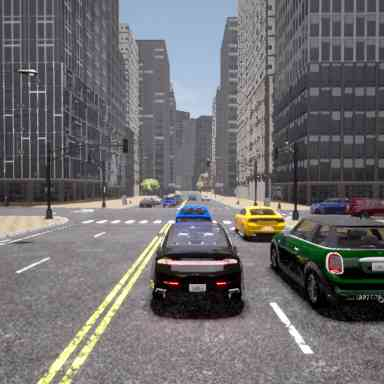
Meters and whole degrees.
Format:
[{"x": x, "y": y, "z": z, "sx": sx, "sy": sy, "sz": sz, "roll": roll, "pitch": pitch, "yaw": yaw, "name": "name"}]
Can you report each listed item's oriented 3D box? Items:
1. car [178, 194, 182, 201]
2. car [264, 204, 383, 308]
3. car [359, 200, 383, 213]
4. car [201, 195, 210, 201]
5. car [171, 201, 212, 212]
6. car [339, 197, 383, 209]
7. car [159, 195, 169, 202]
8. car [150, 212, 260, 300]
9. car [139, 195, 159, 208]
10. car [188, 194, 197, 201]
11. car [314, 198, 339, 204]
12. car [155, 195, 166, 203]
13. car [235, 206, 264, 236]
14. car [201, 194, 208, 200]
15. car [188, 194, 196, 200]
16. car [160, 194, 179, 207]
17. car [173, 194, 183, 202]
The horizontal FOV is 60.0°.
[{"x": -3.272, "y": 1.519, "z": 58.283, "sx": 1.994, "sy": 1.385, "sz": 4.181, "roll": 0, "pitch": 0, "yaw": 1, "name": "car"}, {"x": 3.357, "y": 1.348, "z": 8.050, "sx": 2.097, "sy": 1.767, "sz": 4.553, "roll": 0, "pitch": 0, "yaw": 0, "name": "car"}, {"x": 21.844, "y": 1.643, "z": 37.706, "sx": 4.829, "sy": 1.417, "sz": 1.752, "roll": 1, "pitch": 0, "yaw": 1, "name": "car"}, {"x": 3.325, "y": 1.513, "z": 80.672, "sx": 1.895, "sy": 1.301, "sz": 4.718, "roll": 0, "pitch": 0, "yaw": 0, "name": "car"}, {"x": 0.119, "y": 1.468, "z": 17.843, "sx": 1.882, "sy": 1.535, "sz": 5.008, "roll": 0, "pitch": 0, "yaw": 1, "name": "car"}, {"x": 16.228, "y": 1.519, "z": 29.425, "sx": 5.009, "sy": 1.841, "sz": 2.192, "roll": 1, "pitch": 0, "yaw": 1, "name": "car"}, {"x": -6.429, "y": 1.482, "z": 77.996, "sx": 1.994, "sy": 1.385, "sz": 4.181, "roll": 0, "pitch": 0, "yaw": 0, "name": "car"}, {"x": 0.105, "y": 1.488, "z": 8.338, "sx": 2.128, "sy": 1.511, "sz": 4.902, "roll": 0, "pitch": 0, "yaw": 0, "name": "car"}, {"x": -6.540, "y": 1.513, "z": 49.110, "sx": 2.033, "sy": 1.411, "sz": 5.357, "roll": 0, "pitch": 0, "yaw": 0, "name": "car"}, {"x": 0.075, "y": 1.273, "z": 80.615, "sx": 2.097, "sy": 1.767, "sz": 4.553, "roll": 0, "pitch": 0, "yaw": 0, "name": "car"}, {"x": 14.916, "y": 1.451, "z": 35.228, "sx": 4.553, "sy": 1.767, "sz": 2.097, "roll": 1, "pitch": 1, "yaw": 1, "name": "car"}, {"x": -6.446, "y": 1.448, "z": 68.018, "sx": 1.837, "sy": 1.490, "sz": 4.892, "roll": 0, "pitch": 0, "yaw": 0, "name": "car"}, {"x": 3.364, "y": 1.469, "z": 17.229, "sx": 1.882, "sy": 1.535, "sz": 5.008, "roll": 0, "pitch": 0, "yaw": 0, "name": "car"}, {"x": 3.334, "y": 1.337, "z": 90.674, "sx": 1.895, "sy": 1.301, "sz": 4.718, "roll": 0, "pitch": 0, "yaw": 0, "name": "car"}, {"x": 0.084, "y": 1.267, "z": 90.647, "sx": 2.128, "sy": 1.511, "sz": 4.902, "roll": 0, "pitch": 0, "yaw": 0, "name": "car"}, {"x": -3.294, "y": 1.491, "z": 49.538, "sx": 1.812, "sy": 1.442, "sz": 4.674, "roll": 0, "pitch": 0, "yaw": 0, "name": "car"}, {"x": -3.179, "y": 1.286, "z": 77.162, "sx": 2.097, "sy": 1.767, "sz": 4.553, "roll": 0, "pitch": 0, "yaw": 0, "name": "car"}]
